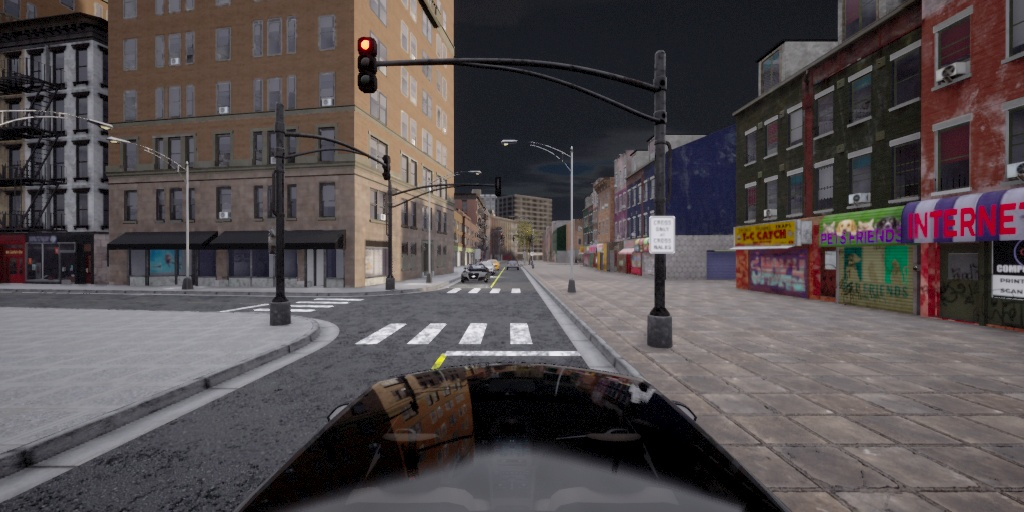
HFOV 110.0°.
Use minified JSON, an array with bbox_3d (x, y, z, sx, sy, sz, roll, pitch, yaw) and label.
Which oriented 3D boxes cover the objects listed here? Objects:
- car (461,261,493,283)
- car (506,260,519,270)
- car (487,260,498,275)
[{"bbox_3d":[-2.798,1.317,28.176,1.994,1.385,4.181,0,0,0],"label":"car"},{"bbox_3d":[0.102,1.310,52.801,2.033,1.411,5.357,0,0,0],"label":"car"},{"bbox_3d":[-2.778,1.282,38.086,1.812,1.442,4.674,0,0,0],"label":"car"}]
